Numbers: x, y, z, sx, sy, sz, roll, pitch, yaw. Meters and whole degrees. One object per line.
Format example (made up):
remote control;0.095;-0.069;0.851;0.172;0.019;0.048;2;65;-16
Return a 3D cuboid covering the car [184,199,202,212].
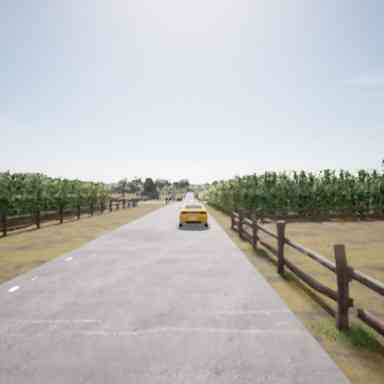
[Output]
car;0.094;1.623;42.256;2.128;1.511;4.902;0;0;0

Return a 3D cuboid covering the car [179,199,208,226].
car;0.096;1.517;23.473;1.882;1.535;5.008;0;0;0
